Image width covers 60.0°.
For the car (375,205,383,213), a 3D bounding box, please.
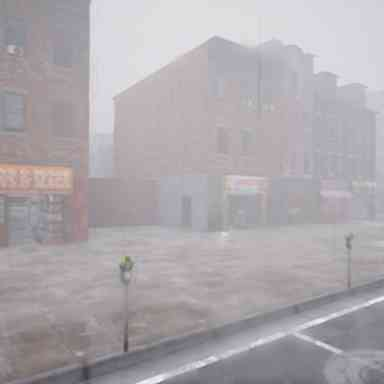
[{"bbox_3d":[23.498,2.130,44.895,1.994,1.385,4.181,1,-1,-35],"label":"car"}]
